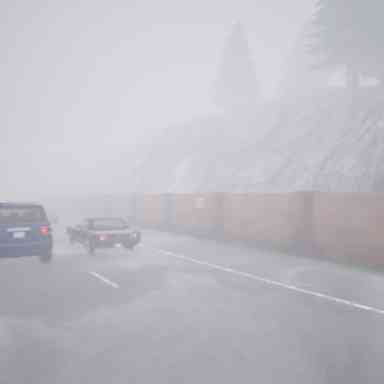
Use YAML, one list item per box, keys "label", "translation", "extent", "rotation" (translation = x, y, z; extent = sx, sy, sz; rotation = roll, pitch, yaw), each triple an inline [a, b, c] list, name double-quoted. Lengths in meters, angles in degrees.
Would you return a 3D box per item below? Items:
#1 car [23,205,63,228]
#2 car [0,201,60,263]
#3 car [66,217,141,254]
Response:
- label: "car"
  translation: [-11.798, 1.820, 26.098]
  extent: [2.033, 1.411, 5.357]
  rotation: [1, -1, -33]
- label: "car"
  translation: [-6.546, 1.349, 11.949]
  extent: [2.150, 2.045, 5.566]
  rotation: [1, 0, -34]
- label: "car"
  translation: [-4.032, 1.757, 14.487]
  extent: [1.895, 1.301, 4.718]
  rotation: [1, -1, -34]
